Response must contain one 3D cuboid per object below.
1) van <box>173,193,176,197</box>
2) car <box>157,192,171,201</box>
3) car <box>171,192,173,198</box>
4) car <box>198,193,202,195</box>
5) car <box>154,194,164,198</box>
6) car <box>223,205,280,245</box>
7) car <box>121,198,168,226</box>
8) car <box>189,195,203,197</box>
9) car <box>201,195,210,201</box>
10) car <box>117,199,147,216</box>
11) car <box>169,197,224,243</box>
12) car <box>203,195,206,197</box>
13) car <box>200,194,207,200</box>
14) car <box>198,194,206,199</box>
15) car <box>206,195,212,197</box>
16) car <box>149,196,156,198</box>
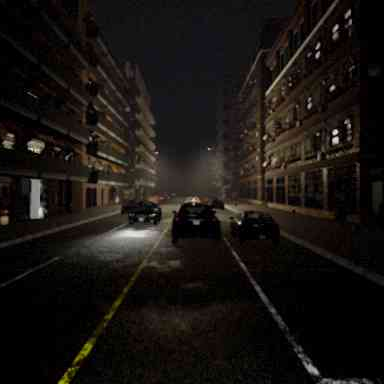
[{"bbox_3d":[-5.578,0.971,82.588,1.690,1.788,3.998,0,0,0],"label":"van"},{"bbox_3d":[-5.608,1.047,60.044,2.192,1.841,5.009,0,0,0],"label":"car"},{"bbox_3d":[-5.594,1.207,71.146,1.752,1.417,4.829,0,0,0],"label":"car"},{"bbox_3d":[0.179,1.223,59.880,2.128,1.511,4.902,0,0,0],"label":"car"},{"bbox_3d":[-5.624,1.327,48.772,1.887,1.381,4.507,0,0,0],"label":"car"},{"bbox_3d":[2.712,1.484,14.940,2.008,1.369,4.403,0,0,0],"label":"car"},{"bbox_3d":[-3.070,1.391,22.590,2.128,1.511,4.902,0,0,0],"label":"car"},{"bbox_3d":[0.158,1.408,43.205,1.895,1.301,4.718,0,0,0],"label":"car"},{"bbox_3d":[2.786,1.262,71.302,1.802,1.307,4.206,0,0,0],"label":"car"},{"bbox_3d":[-5.646,1.409,31.863,2.008,1.369,4.403,0,0,0],"label":"car"},{"bbox_3d":[0.136,1.282,15.843,2.097,1.767,4.553,0,0,-1],"label":"car"},{"bbox_3d":[2.749,1.373,43.121,1.947,1.339,4.313,0,0,0],"label":"car"},{"bbox_3d":[2.801,1.154,82.745,1.752,1.417,4.829,0,0,0],"label":"car"},{"bbox_3d":[2.816,1.145,93.846,1.947,1.339,4.313,0,0,0],"label":"car"},{"bbox_3d":[2.742,1.357,37.654,1.752,1.417,4.829,0,0,0],"label":"car"},{"bbox_3d":[-5.640,1.384,37.500,2.008,1.369,4.403,0,0,0],"label":"car"}]
